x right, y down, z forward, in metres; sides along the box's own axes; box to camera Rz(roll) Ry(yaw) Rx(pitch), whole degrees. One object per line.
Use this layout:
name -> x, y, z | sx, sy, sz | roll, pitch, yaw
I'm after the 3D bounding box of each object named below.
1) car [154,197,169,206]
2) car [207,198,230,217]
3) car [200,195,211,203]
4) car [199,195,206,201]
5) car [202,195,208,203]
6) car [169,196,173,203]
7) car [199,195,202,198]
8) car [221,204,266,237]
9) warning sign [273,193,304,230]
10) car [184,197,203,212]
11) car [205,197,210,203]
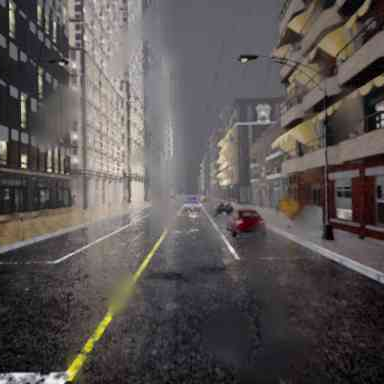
car -> -5.604, 1.736, 58.582 | 2.008, 1.369, 4.403 | -1, 0, 0
car -> 2.725, 1.518, 30.326 | 2.008, 1.369, 4.403 | -1, 0, 0
car -> 2.792, 1.493, 69.866 | 1.967, 1.590, 4.097 | -1, 0, 0
car -> 2.834, 1.637, 92.629 | 1.752, 1.417, 4.829 | -1, 0, 0
car -> 2.785, 1.621, 64.217 | 1.802, 1.307, 4.206 | -1, 0, 0
car -> -5.584, 1.757, 69.880 | 1.887, 1.381, 4.507 | -1, 0, 0
car -> 0.071, 1.536, 50.196 | 1.882, 1.535, 5.008 | -1, 0, 0
car -> 2.753, 1.523, 17.408 | 1.802, 1.307, 4.206 | -1, 0, 0
warning sign -> 5.068, 1.013, 17.520 | 1.300, 1.860, 1.060 | -1, 0, 0
car -> 0.053, 1.638, 40.042 | 1.895, 1.301, 4.718 | -1, 0, 0
car -> 2.736, 1.529, 35.974 | 2.008, 1.369, 4.403 | -1, 0, 0
